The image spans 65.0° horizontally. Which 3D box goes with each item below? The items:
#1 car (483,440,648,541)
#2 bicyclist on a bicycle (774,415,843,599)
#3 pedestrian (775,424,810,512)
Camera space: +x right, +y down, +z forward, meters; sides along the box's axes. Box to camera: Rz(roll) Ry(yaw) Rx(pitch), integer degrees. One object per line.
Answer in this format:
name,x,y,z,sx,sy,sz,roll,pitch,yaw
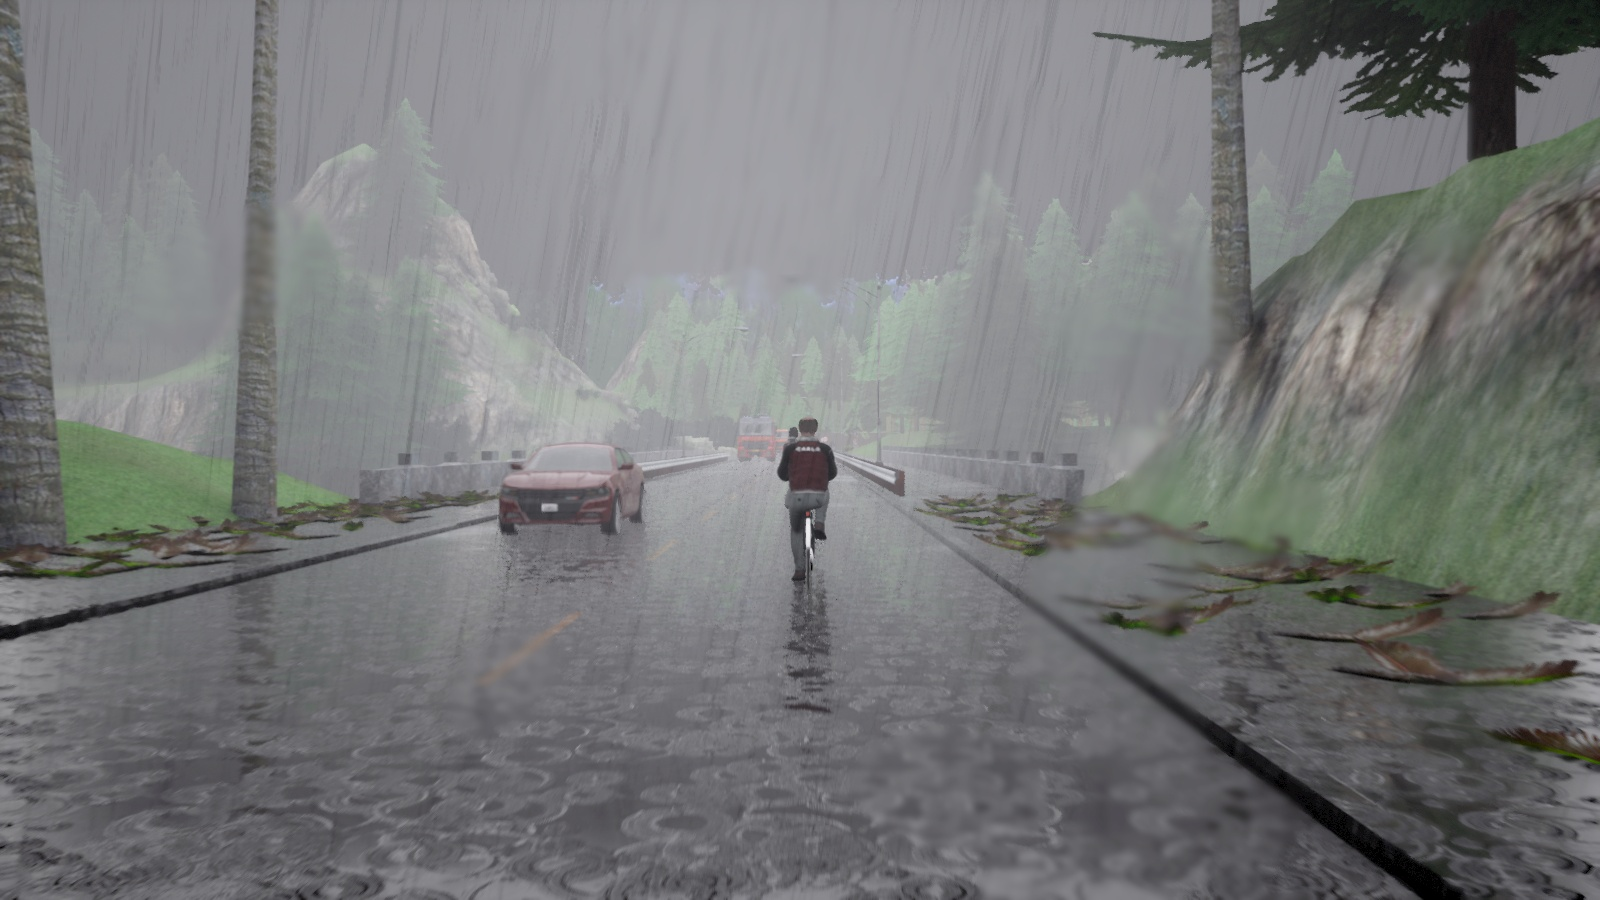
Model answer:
car,-3.867,0.599,21.610,1.882,1.535,5.008,0,0,0
bicyclist on a bicycle,0.085,0.543,13.047,0.659,1.776,1.843,0,0,0
pedestrian,-0.158,0.389,27.862,0.666,1.930,0.402,0,0,-26
